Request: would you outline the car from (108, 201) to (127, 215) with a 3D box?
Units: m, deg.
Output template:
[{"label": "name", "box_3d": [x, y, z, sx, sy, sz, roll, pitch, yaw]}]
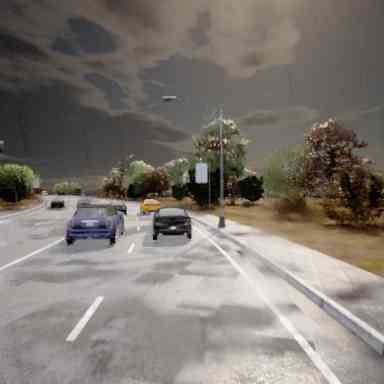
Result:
[{"label": "car", "box_3d": [-7.897, 1.633, 35.031, 1.895, 1.301, 4.718, 0, 0, -14]}]

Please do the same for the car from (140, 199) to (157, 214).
[{"label": "car", "box_3d": [-4.481, 1.507, 35.682, 1.882, 1.535, 5.008, 0, 0, -14]}]

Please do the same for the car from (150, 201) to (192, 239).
[{"label": "car", "box_3d": [-1.143, 1.491, 17.608, 1.882, 1.535, 5.008, 0, 0, -7]}]

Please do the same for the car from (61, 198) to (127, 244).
[{"label": "car", "box_3d": [-4.489, 1.370, 16.051, 2.097, 1.767, 4.553, 0, 0, -6]}]

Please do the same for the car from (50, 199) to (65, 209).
[{"label": "car", "box_3d": [-19.051, 1.646, 47.421, 1.895, 1.301, 4.718, 0, 0, -19]}]
